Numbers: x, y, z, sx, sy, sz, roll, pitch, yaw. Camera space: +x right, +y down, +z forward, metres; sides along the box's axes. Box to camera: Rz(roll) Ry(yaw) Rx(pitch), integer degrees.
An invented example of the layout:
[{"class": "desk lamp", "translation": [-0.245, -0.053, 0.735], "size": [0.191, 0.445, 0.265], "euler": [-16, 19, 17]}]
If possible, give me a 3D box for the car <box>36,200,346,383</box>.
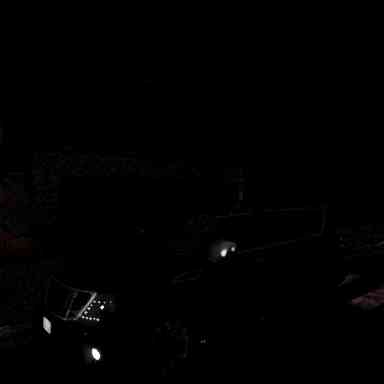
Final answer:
[{"class": "car", "translation": [0.434, 1.209, 5.692], "size": [5.566, 2.045, 2.150], "euler": [-1, 0, -38]}]
